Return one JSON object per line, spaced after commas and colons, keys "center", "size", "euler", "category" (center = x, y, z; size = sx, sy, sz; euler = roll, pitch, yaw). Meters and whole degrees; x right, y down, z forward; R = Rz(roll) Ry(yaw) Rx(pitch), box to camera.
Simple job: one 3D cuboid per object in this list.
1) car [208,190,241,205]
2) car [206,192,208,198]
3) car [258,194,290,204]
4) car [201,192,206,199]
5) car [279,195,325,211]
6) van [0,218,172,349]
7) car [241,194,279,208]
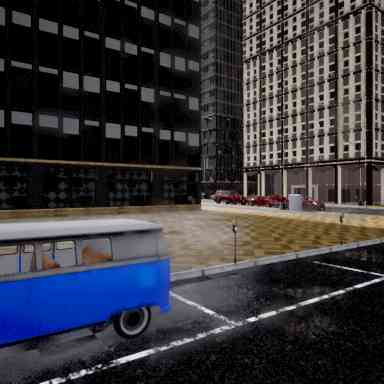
{"center": [4.887, 0.733, 42.690], "size": [2.192, 1.841, 5.009], "euler": [1, 0, -36], "category": "car"}
{"center": [5.066, 0.712, 56.827], "size": [1.752, 1.417, 4.829], "euler": [1, 0, -36], "category": "car"}
{"center": [11.657, 0.987, 47.620], "size": [1.802, 1.307, 4.206], "euler": [1, 0, -36], "category": "car"}
{"center": [1.917, 0.649, 61.222], "size": [1.947, 1.339, 4.313], "euler": [1, 0, -36], "category": "car"}
{"center": [11.374, 1.072, 33.627], "size": [1.967, 1.590, 4.097], "euler": [1, 0, -36], "category": "car"}
{"center": [-2.243, 1.341, 4.960], "size": [3.998, 1.788, 1.690], "euler": [0, 0, -35], "category": "van"}
{"center": [8.125, 1.107, 38.159], "size": [1.802, 1.307, 4.206], "euler": [1, 0, -36], "category": "car"}
